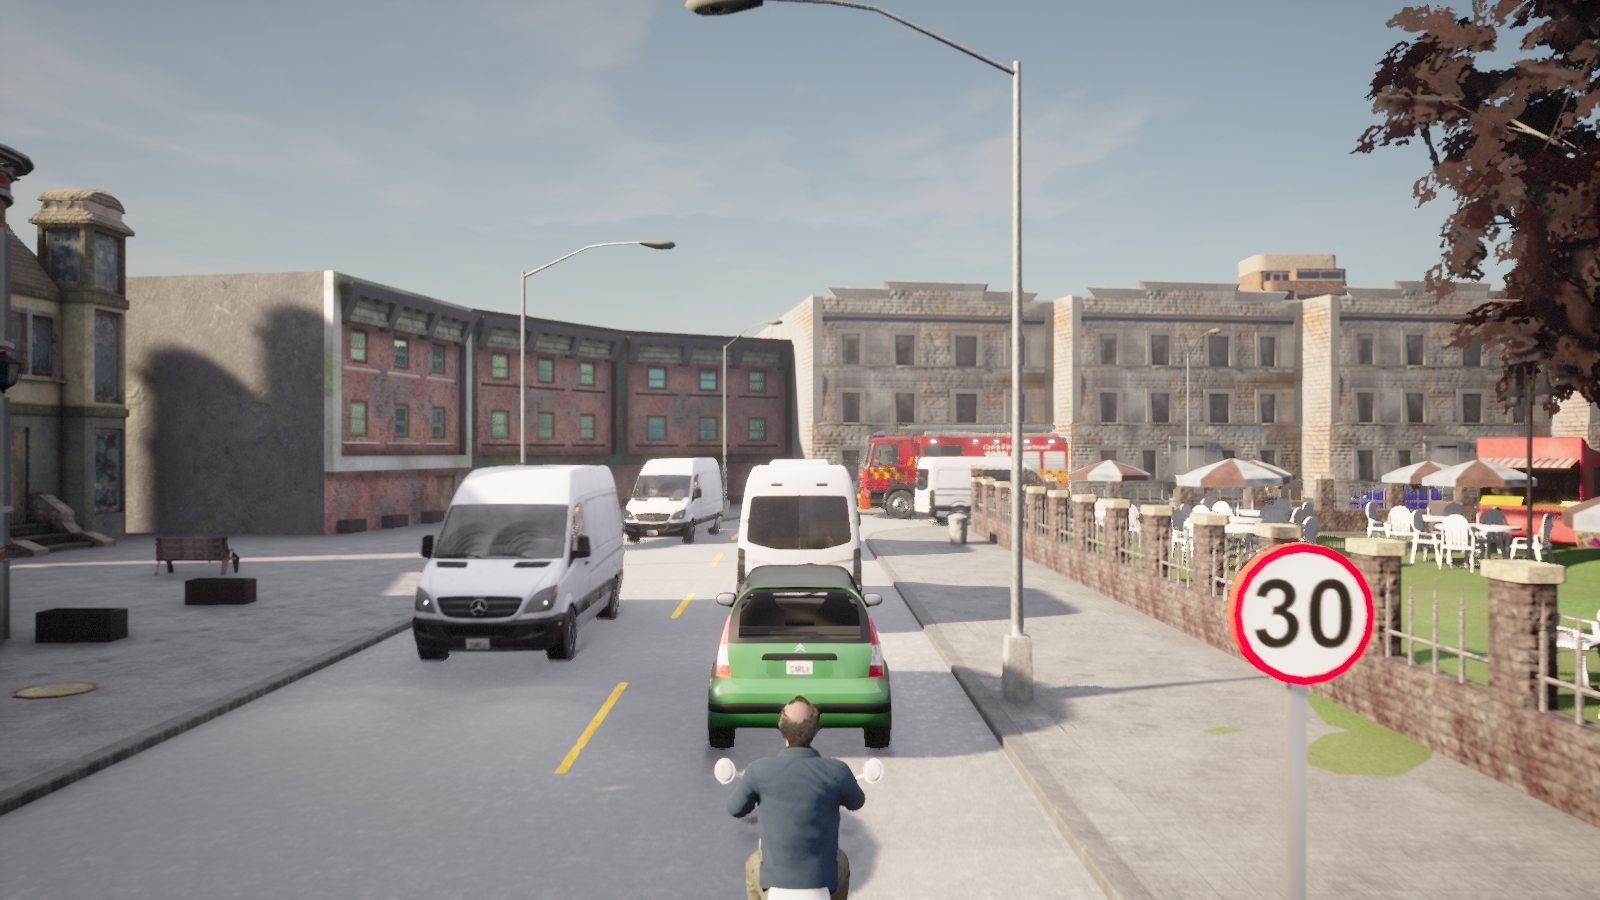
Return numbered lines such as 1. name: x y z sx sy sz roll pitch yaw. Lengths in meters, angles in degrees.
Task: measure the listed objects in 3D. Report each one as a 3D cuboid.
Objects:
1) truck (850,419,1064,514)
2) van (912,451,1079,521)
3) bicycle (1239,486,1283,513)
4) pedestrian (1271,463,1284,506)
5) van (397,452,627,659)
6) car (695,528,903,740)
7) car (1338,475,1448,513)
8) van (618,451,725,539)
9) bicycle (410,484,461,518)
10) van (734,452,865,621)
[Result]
1. truck: 6.408 0.672 47.576 8.468 3.827 2.891 0 0 0
2. van: 7.403 1.315 43.383 5.915 2.561 1.988 0 0 -11
3. bicycle: 19.110 2.037 47.385 1.487 1.080 0.859 0 0 0
4. pedestrian: 20.937 1.523 50.088 0.375 1.860 0.375 0 0 -6
5. van: -4.024 1.314 17.152 1.988 2.561 5.915 0 0 0
6. car: -0.009 1.780 12.185 1.851 1.617 3.988 0 0 0
7. car: 24.541 1.818 47.378 3.633 1.501 1.845 0 0 0
8. van: -3.929 1.315 36.185 1.988 2.561 5.915 0 0 7
9. bicycle: -13.844 1.940 43.400 1.835 1.271 0.329 0 0 0
10. van: -0.014 1.314 20.268 1.988 2.561 5.915 0 0 0
